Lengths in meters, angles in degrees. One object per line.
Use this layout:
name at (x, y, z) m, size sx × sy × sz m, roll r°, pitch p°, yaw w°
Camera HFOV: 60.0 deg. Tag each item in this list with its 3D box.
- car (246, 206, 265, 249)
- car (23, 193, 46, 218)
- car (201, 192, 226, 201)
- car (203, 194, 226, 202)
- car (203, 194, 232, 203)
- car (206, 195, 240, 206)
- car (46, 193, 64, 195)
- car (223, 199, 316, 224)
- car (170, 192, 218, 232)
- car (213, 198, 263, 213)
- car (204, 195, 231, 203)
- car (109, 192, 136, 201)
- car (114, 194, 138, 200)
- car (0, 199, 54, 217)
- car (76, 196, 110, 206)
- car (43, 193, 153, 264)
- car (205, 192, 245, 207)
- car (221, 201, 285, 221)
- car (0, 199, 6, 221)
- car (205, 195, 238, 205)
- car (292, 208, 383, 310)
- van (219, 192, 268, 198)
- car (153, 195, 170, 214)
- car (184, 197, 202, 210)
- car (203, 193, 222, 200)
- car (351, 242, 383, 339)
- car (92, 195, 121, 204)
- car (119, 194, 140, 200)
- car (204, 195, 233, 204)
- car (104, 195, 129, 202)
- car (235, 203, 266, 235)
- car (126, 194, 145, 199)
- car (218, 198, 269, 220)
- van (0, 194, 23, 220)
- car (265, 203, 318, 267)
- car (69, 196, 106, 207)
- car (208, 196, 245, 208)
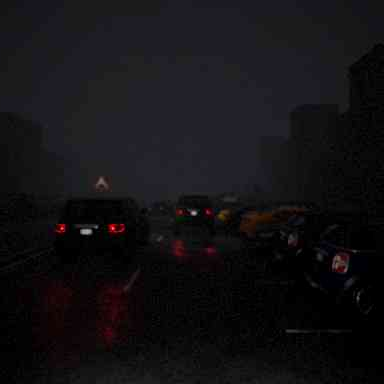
car at (4.719, 1.428, 12.226) m, size 4.892 × 1.521 × 2.231 m, roll 0°, pitch 0°, yaw 0°
car at (-15.535, 1.167, 27.357) m, size 5.566 × 2.045 × 2.435 m, roll 0°, pitch 0°, yaw 0°
car at (4.819, 0.957, 76.143) m, size 5.566 × 2.045 × 2.435 m, roll 0°, pitch 0°, yaw 0°
car at (4.743, 1.256, 70.584) m, size 4.792 × 1.488 × 2.163 m, roll 0°, pitch 0°, yaw 0°
car at (4.938, 1.245, 65.026) m, size 5.366 × 1.575 × 1.946 m, roll 0°, pitch 0°, yaw 0°
car at (4.719, 1.305, 51.138) m, size 4.892 × 1.521 × 2.231 m, roll 0°, pitch 0°, yaw 0°
car at (-15.540, 1.278, 32.997) m, size 4.553 × 1.767 × 2.185 m, roll 0°, pitch 0°, yaw 0°
car at (4.711, 1.402, 20.563) m, size 5.008 × 1.535 × 2.097 m, roll 0°, pitch 0°, yaw 0°
car at (0.106, 1.148, 19.452) m, size 2.150 × 2.045 × 5.566 m, roll 0°, pitch 0°, yaw 0°
car at (4.714, 1.364, 34.461) m, size 4.892 × 1.521 × 2.231 m, roll 0°, pitch 0°, yaw 0°
car at (4.772, 1.289, 62.248) m, size 4.792 × 1.488 × 2.163 m, roll 0°, pitch 0°, yaw 0°
car at (-15.501, 0.966, 74.238) m, size 5.566 × 2.045 × 2.435 m, roll 0°, pitch 0°, yaw 0°
car at (-15.718, 1.195, 79.751) m, size 5.366 × 1.575 × 1.946 m, roll 0°, pitch 0°, yaw 0°
car at (-15.503, 1.411, 30.240) m, size 5.008 × 1.535 × 2.097 m, roll 0°, pitch 0°, yaw 0°
car at (-15.521, 1.370, 52.179) m, size 4.674 × 1.452 × 2.002 m, roll 0°, pitch 0°, yaw 0°
car at (-2.897, 1.170, 11.786) m, size 2.150 × 2.045 × 5.566 m, roll 0°, pitch 0°, yaw 0°
car at (4.696, 1.063, 48.358) m, size 5.566 × 2.045 × 2.435 m, roll 0°, pitch 0°, yaw 0°
car at (4.720, 1.428, 26.122) m, size 4.674 × 1.452 × 2.002 m, roll 0°, pitch 0°, yaw 0°
car at (-15.510, 1.430, 21.842) m, size 5.008 × 1.535 × 2.097 m, roll 0°, pitch 0°, yaw 0°
car at (4.731, 1.293, 53.918) m, size 5.008 × 1.535 × 2.097 m, roll 0°, pitch 0°, yaw 0°
car at (4.681, 1.323, 6.668) m, size 4.553 × 1.767 × 2.185 m, roll 0°, pitch 0°, yaw 0°
van at (4.835, 1.154, 28.901) m, size 4.442 × 1.987 × 1.878 m, roll 0°, pitch 0°, yaw 0°
car at (-2.899, 1.362, 33.578) m, size 1.882 × 1.535 × 5.008 m, roll 0°, pitch 0°, yaw 0°
car at (0.112, 1.409, 41.006) m, size 2.033 × 1.411 × 5.357 m, roll 0°, pitch 0°, yaw 0°
car at (4.832, 1.076, 78.956) m, size 4.553 × 1.767 × 2.185 m, roll 0°, pitch 0°, yaw 0°
car at (4.708, 1.500, 3.889) m, size 4.674 × 1.452 × 2.002 m, roll 0°, pitch 0°, yaw 0°
car at (-15.520, 1.327, 60.322) m, size 4.674 × 1.452 × 2.002 m, roll 0°, pitch 0°, yaw 0°
car at (-15.563, 1.220, 82.509) m, size 4.792 × 1.488 × 2.163 m, roll 0°, pitch 0°, yaw 0°
car at (4.740, 1.270, 59.593) m, size 5.008 × 1.535 × 2.097 m, roll 0°, pitch 0°, yaw 0°
car at (-15.530, 1.281, 68.725) m, size 4.674 × 1.452 × 2.002 m, roll 0°, pitch 0°, yaw 0°
car at (4.710, 1.418, 15.003) m, size 5.008 × 1.535 × 2.097 m, roll 0°, pitch 0°, yaw 0°
car at (-15.498, 1.204, 90.786) m, size 4.792 × 1.488 × 2.163 m, roll 0°, pitch 0°, yaw 0°
car at (4.531, 1.392, 23.343) m, size 5.366 × 1.575 × 1.946 m, roll 0°, pitch 0°, yaw 0°
van at (-15.389, 1.199, 24.599) m, size 4.442 × 1.987 × 1.878 m, roll 0°, pitch 0°, yaw 0°
car at (4.681, 1.311, 9.448) m, size 4.553 × 1.767 × 2.185 m, roll 0°, pitch 0°, yaw 0°
car at (-15.488, 1.373, 49.421) m, size 4.792 × 1.488 × 2.163 m, roll 0°, pitch 0°, yaw 0°
car at (4.694, 1.355, 45.579) m, size 4.792 × 1.488 × 2.163 m, roll 0°, pitch 0°, yaw 0°
